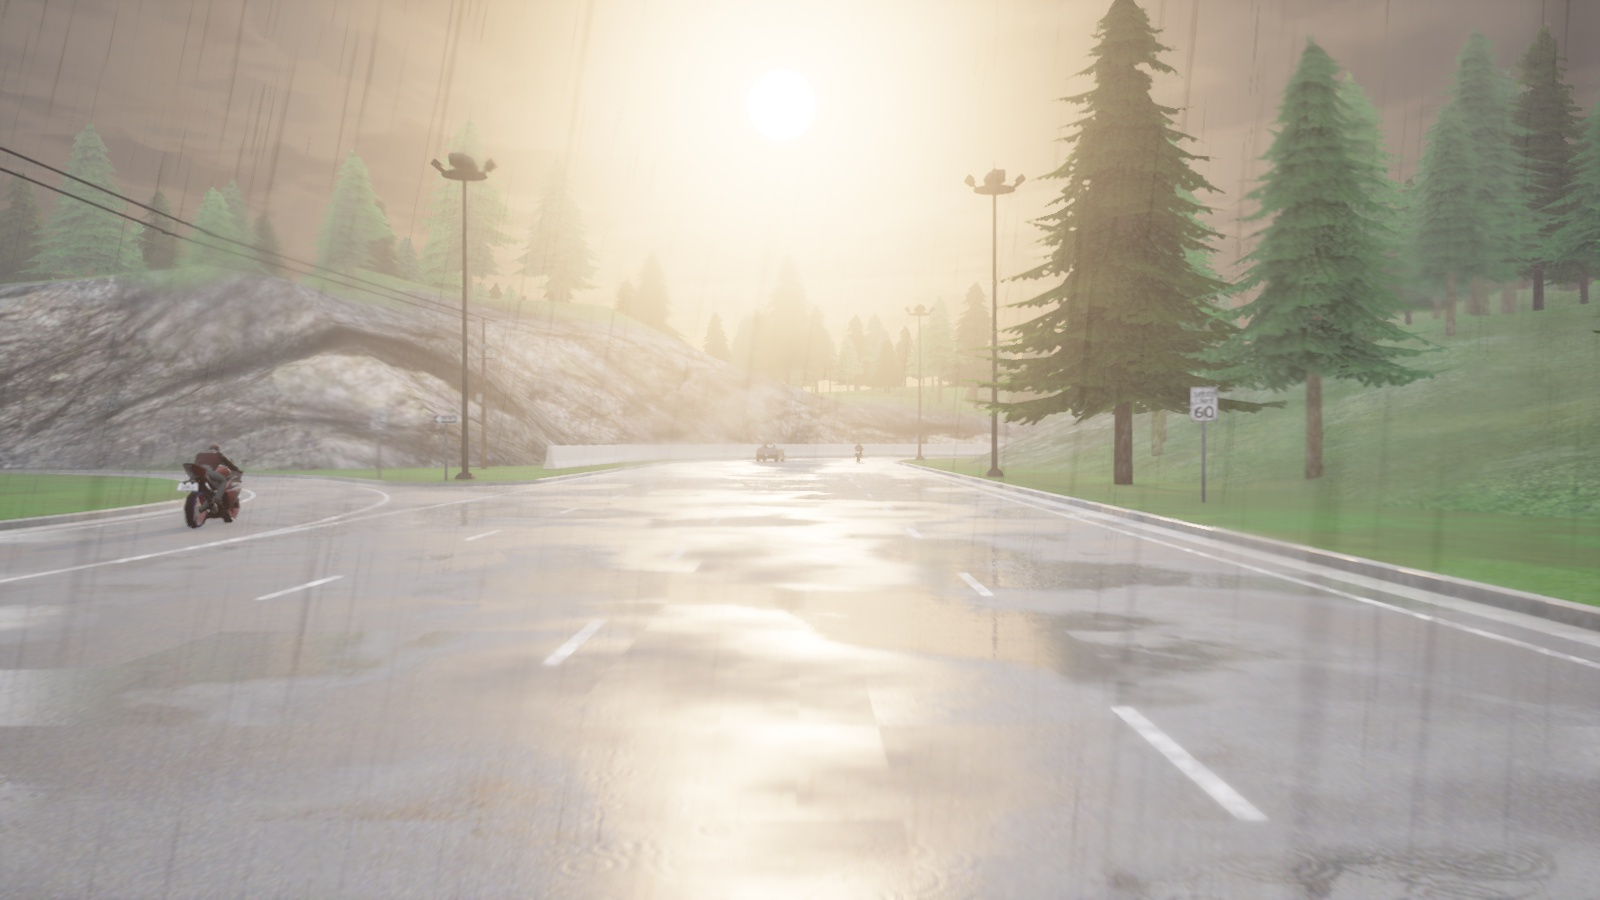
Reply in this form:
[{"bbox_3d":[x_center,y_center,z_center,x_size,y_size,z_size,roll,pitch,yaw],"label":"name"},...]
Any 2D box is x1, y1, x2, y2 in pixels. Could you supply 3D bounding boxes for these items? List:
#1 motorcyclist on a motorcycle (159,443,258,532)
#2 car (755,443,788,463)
[{"bbox_3d":[-10.645,0.639,22.684,0.866,1.530,2.191,0,0,-4],"label":"motorcyclist on a motorcycle"},{"bbox_3d":[-2.195,0.189,96.349,1.845,1.501,3.633,0,0,10],"label":"car"}]
